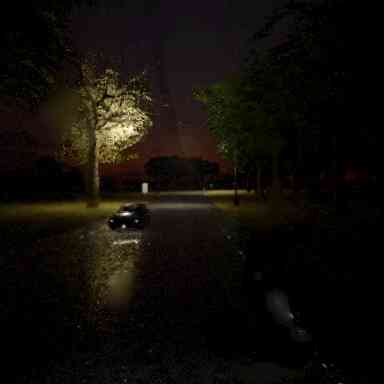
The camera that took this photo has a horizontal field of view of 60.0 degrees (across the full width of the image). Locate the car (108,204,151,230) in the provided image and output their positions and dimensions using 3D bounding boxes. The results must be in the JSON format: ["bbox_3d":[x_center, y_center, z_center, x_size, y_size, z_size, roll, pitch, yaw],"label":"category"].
[{"bbox_3d":[-3.594,1.418,20.214,2.033,1.411,5.357,0,0,0],"label":"car"}]
